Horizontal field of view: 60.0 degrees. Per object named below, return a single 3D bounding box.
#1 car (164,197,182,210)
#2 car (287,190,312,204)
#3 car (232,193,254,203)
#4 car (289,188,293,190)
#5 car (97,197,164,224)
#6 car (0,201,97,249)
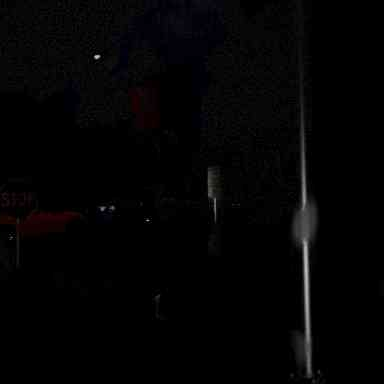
[{"bbox_3d":[-2.927,1.262,36.297,1.812,1.442,4.674,-2,0,35],"label":"car"},{"bbox_3d":[14.319,0.765,43.601,1.837,1.490,4.892,-2,0,35],"label":"car"},{"bbox_3d":[7.893,0.960,51.595,2.128,1.511,4.902,-2,0,35],"label":"car"},{"bbox_3d":[17.012,0.385,53.137,2.150,2.045,5.566,-2,0,35],"label":"car"},{"bbox_3d":[-4.390,1.097,22.536,2.097,1.767,4.553,-2,0,35],"label":"car"},{"bbox_3d":[-6.588,1.130,13.730,2.097,1.767,4.553,-2,0,35],"label":"car"}]
